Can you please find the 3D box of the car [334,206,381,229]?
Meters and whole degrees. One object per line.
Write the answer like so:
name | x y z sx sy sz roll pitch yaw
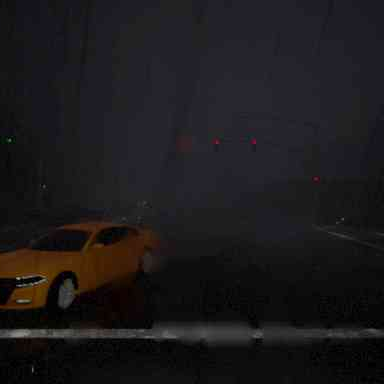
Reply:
car | 12.052 1.603 21.277 5.357 1.411 2.033 0 0 5

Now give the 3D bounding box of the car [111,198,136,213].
car | -7.067 1.526 32.940 1.812 1.442 4.674 0 0 0

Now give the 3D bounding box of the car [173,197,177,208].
car | -3.556 1.564 45.603 1.994 1.385 4.181 0 0 0

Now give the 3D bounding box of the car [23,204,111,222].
car | -8.007 1.512 20.984 5.008 1.535 1.882 0 0 0

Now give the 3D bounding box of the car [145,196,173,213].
car | -3.558 1.352 37.033 2.097 1.767 4.553 0 0 0

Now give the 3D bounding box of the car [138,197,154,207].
car | -7.048 1.505 51.720 1.837 1.490 4.892 0 0 0

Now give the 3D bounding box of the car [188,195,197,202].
car | 0.061 1.413 73.921 1.994 1.385 4.181 0 0 0

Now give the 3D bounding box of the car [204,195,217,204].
car | 3.552 1.352 63.779 2.097 1.767 4.553 0 0 0

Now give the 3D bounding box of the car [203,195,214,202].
car | 3.561 1.386 73.918 2.128 1.511 4.902 0 0 0

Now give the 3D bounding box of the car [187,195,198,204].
car | 0.052 1.505 63.812 1.837 1.490 4.892 0 0 0

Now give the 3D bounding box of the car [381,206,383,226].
car | 13.115 1.547 17.439 4.902 1.511 2.128 0 0 -2

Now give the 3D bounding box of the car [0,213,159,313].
car | -2.623 1.501 8.112 1.882 1.535 5.008 -1 0 23

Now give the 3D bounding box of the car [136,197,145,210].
car | -7.059 1.478 42.234 1.882 1.535 5.008 0 0 0

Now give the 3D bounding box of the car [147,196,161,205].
car | -7.012 1.492 62.128 2.128 1.511 4.902 0 0 0

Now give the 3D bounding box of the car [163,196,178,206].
car | -3.534 1.492 55.661 2.128 1.511 4.902 0 0 0
